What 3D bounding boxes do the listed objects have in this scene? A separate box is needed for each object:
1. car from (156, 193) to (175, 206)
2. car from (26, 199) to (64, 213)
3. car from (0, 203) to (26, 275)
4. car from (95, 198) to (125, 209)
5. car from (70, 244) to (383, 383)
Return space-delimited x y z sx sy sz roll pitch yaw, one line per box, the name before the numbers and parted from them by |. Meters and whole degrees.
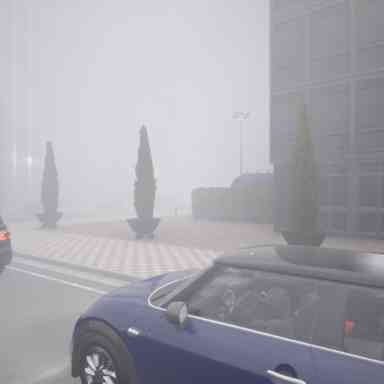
car | -5.048 1.221 54.037 2.150 2.045 5.566 0 0 35
car | -16.833 1.491 37.219 2.128 1.511 4.902 0 0 35
car | -7.074 1.222 9.017 5.566 2.045 2.150 0 0 36
car | -11.134 1.564 45.357 1.994 1.385 4.181 0 0 35
car | 0.788 1.352 3.431 4.553 1.767 2.097 0 0 36
